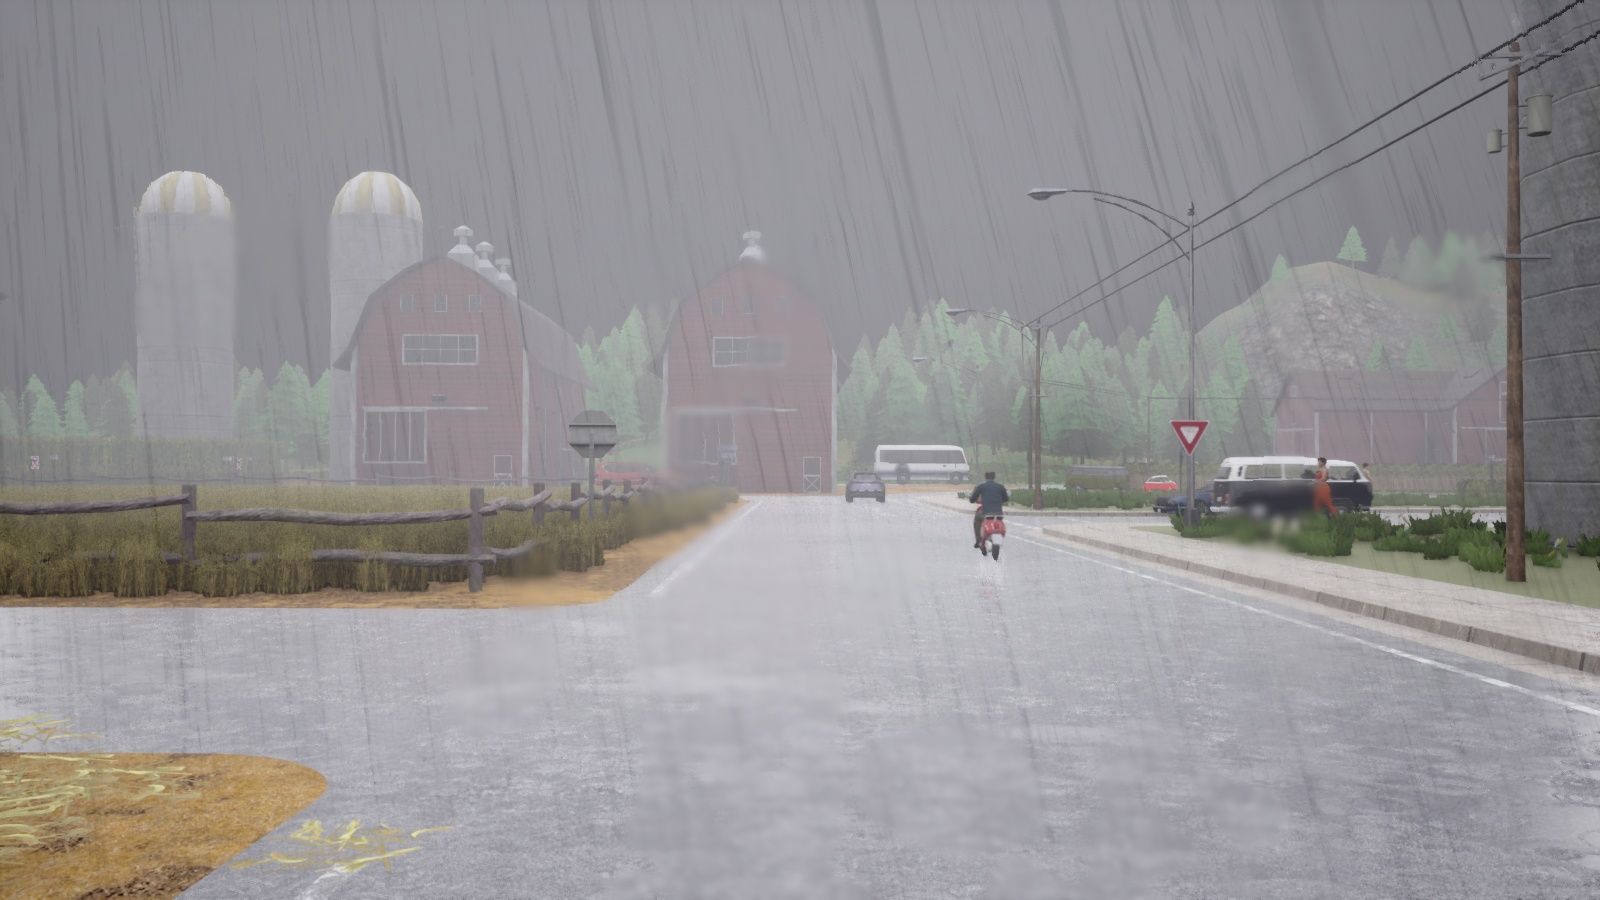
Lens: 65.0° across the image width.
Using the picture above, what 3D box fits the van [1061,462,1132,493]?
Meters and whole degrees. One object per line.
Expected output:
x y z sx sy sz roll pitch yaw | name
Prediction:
20.478 1.890 86.733 4.442 1.987 1.775 1 0 24 | van

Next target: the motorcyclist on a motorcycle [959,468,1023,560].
3.438 1.136 22.767 0.866 1.590 1.817 0 -1 0 | motorcyclist on a motorcycle

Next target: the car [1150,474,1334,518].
14.495 1.497 41.386 5.357 1.411 2.033 0 -1 -1 | car

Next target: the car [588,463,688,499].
-9.502 1.809 73.865 5.566 2.045 2.150 0 -1 0 | car

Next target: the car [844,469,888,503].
3.339 1.808 64.289 2.033 1.649 4.856 0 -1 1 | car

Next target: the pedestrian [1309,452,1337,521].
14.064 0.980 33.790 0.594 1.836 0.345 0 -1 7 | pedestrian

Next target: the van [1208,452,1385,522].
14.910 1.113 37.898 4.480 2.038 2.069 0 -1 -1 | van

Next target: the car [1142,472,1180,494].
23.546 2.148 81.970 2.207 1.376 1.481 -1 -1 7 | car
